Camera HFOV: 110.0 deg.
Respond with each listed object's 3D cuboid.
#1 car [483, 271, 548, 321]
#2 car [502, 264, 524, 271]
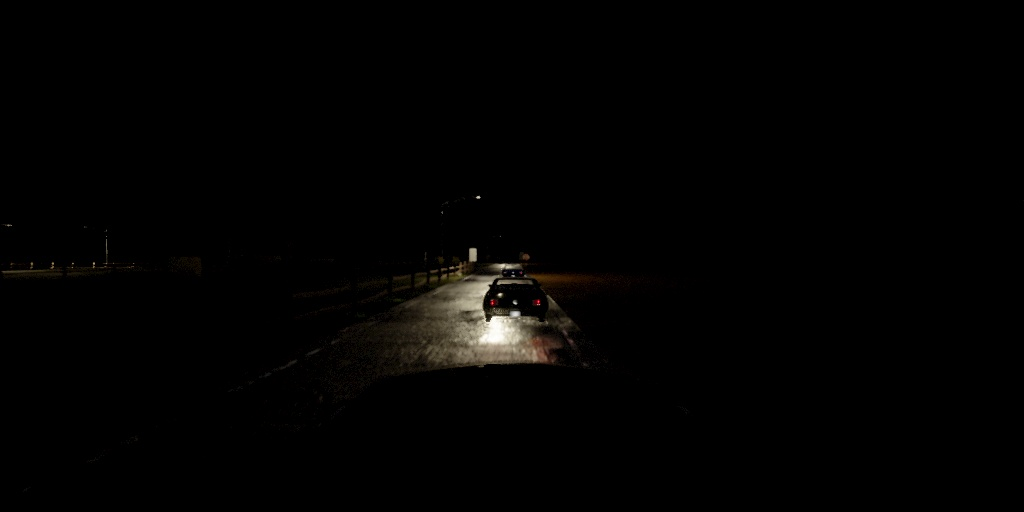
[{"bbox_3d":[0.095,1.355,12.420,1.895,1.301,4.718,0,0,0],"label":"car"},{"bbox_3d":[0.088,1.375,30.824,1.895,1.301,4.718,0,0,0],"label":"car"}]
